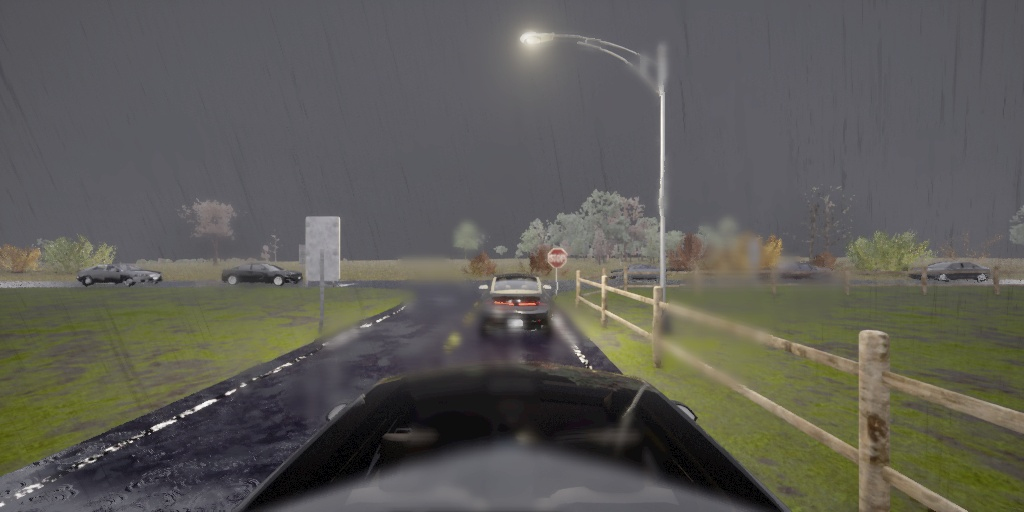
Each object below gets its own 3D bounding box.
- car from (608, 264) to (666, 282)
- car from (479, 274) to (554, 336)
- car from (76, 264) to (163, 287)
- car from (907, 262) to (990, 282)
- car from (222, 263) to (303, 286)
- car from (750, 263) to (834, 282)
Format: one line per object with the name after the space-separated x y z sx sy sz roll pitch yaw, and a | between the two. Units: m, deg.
9.580 1.285 27.607 4.181 1.385 1.994 0 0 -2 | car
0.113 1.255 10.359 1.837 1.490 4.892 0 0 0 | car
-27.487 1.314 25.217 4.902 1.511 2.128 0 0 1 | car
33.508 1.182 27.588 4.892 1.490 1.837 0 0 1 | car
-17.366 1.271 25.117 5.008 1.535 1.882 0 0 1 | car
21.549 1.241 27.710 5.357 1.411 2.033 0 0 1 | car
